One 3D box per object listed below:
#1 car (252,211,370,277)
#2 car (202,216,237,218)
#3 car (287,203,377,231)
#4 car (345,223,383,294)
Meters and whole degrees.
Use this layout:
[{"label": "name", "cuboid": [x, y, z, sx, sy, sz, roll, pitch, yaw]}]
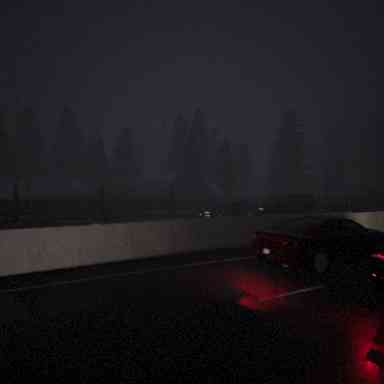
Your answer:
[{"label": "car", "cuboid": [4.156, 1.445, 10.204, 5.008, 1.535, 1.882, 0, 0, -30]}, {"label": "car", "cuboid": [2.809, 1.406, 25.477, 4.892, 1.490, 1.837, 0, 0, -26]}, {"label": "car", "cuboid": [8.700, 1.483, 20.596, 5.357, 1.411, 2.033, 0, 0, -24]}, {"label": "car", "cuboid": [5.867, 1.475, 7.156, 4.902, 1.511, 2.128, 0, 0, -30]}]
